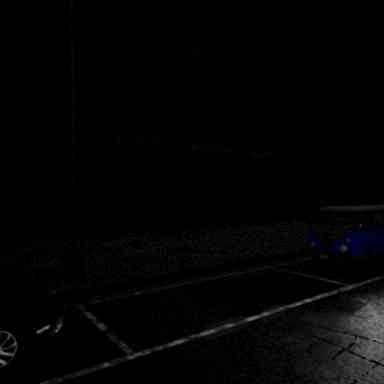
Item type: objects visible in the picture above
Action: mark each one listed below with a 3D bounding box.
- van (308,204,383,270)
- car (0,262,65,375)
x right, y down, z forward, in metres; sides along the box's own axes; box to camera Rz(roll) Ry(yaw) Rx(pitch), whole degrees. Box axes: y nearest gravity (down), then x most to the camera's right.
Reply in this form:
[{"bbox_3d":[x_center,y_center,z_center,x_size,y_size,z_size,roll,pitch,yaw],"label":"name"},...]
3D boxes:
[{"bbox_3d":[5.374,1.296,10.509,3.998,1.788,1.690,0,0,-36],"label":"van"},{"bbox_3d":[-3.846,1.555,3.910,4.403,1.369,2.008,0,0,-36],"label":"car"}]
